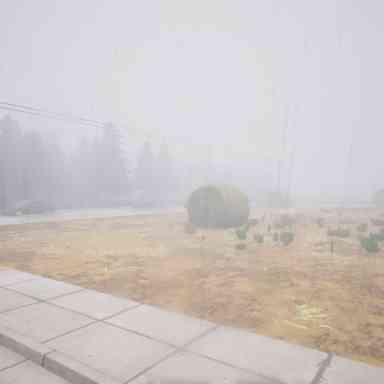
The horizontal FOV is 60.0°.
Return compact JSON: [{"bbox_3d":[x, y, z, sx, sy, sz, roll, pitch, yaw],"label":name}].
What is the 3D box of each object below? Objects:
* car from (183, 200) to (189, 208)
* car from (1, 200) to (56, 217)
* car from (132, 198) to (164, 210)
[{"bbox_3d":[0.606,1.590,46.680,1.994,1.385,4.181,0,0,37],"label":"car"},{"bbox_3d":[-15.333,1.526,31.388,1.837,1.490,4.892,0,2,37],"label":"car"},{"bbox_3d":[-5.759,1.518,44.287,2.128,1.511,4.902,0,0,37],"label":"car"}]
